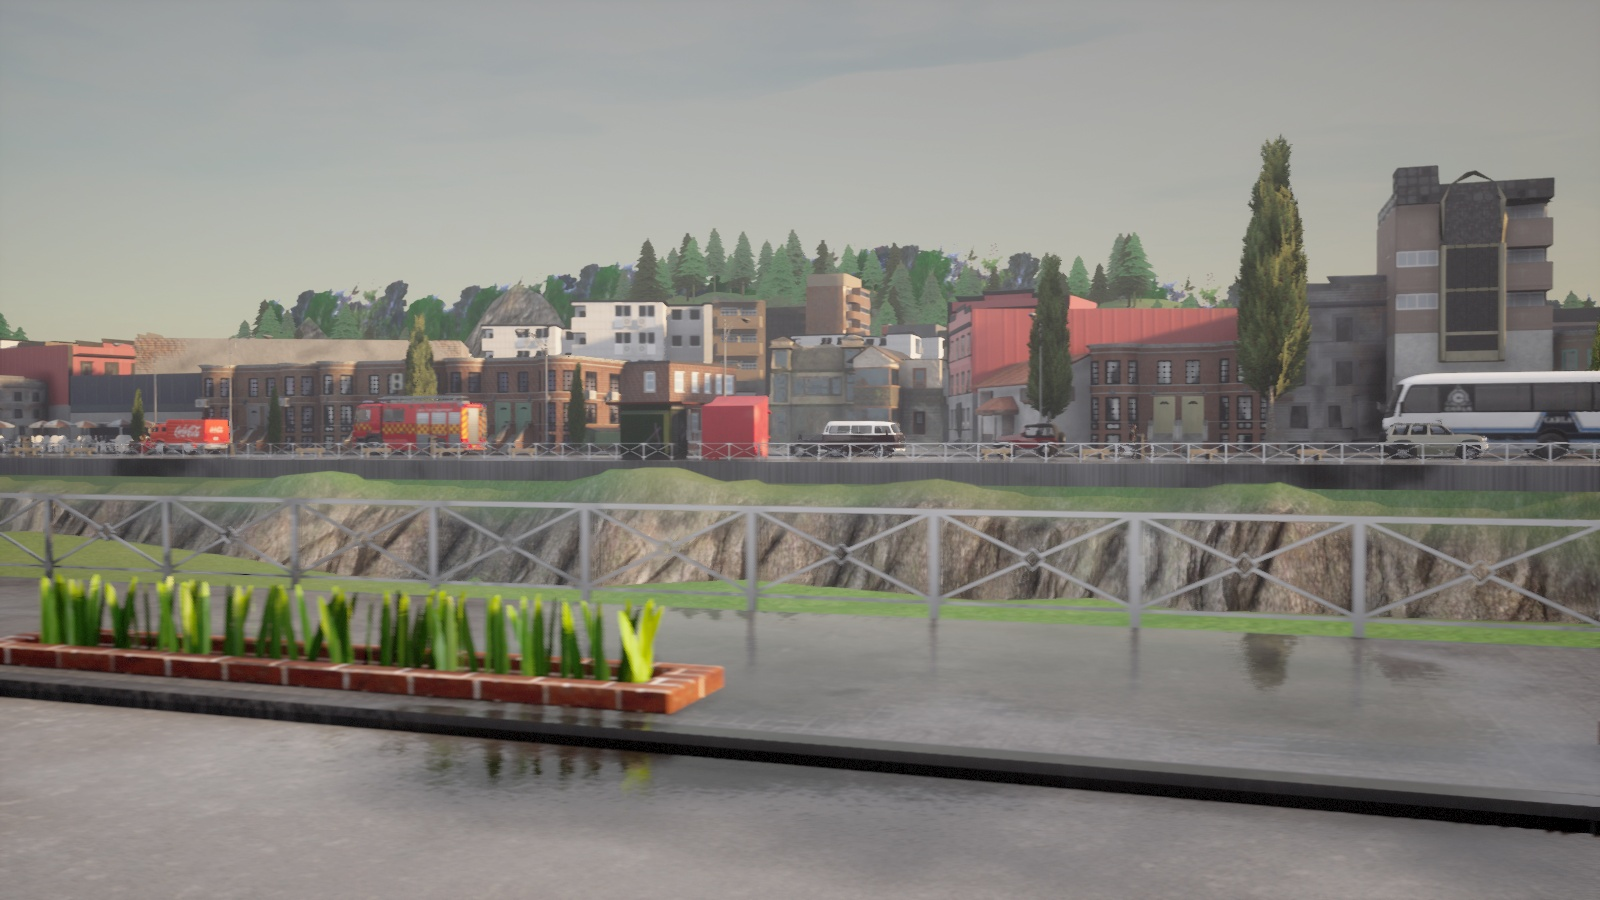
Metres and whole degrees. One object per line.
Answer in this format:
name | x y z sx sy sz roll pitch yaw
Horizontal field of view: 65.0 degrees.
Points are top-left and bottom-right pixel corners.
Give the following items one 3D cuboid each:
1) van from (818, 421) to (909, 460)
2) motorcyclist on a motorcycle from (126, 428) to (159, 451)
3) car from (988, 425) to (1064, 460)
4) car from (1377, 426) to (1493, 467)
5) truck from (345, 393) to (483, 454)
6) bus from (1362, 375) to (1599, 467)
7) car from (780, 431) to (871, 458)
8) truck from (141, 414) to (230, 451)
van | 3.422 -0.520 67.666 4.480 2.038 2.069 0 1 19
motorcyclist on a motorcycle | -43.724 -0.693 83.516 2.044 1.523 0.797 1 1 19
car | 12.405 -0.434 68.866 3.866 1.878 1.905 1 1 19
car | 29.690 -0.187 58.838 4.605 1.855 1.932 1 1 19
truck | -25.046 -1.737 81.441 8.468 3.827 2.891 1 1 19
bus | 33.483 -1.413 61.761 10.273 4.253 3.944 1 1 19
car | 1.477 -0.325 72.543 4.892 1.490 1.837 1 1 19
truck | -42.764 -1.221 87.406 5.204 2.467 2.627 1 1 19
